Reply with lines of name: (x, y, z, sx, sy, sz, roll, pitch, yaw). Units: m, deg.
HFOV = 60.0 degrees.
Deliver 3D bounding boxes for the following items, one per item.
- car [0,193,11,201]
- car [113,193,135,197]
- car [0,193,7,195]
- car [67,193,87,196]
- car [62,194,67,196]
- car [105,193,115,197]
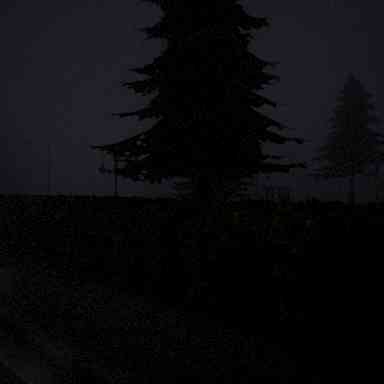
car: (-41.799, 1.097, 71.665, 4.605, 1.855, 1.932, 0, 0, -45)
car: (-10.341, 1.384, 54.301, 3.806, 1.475, 1.970, 0, 0, -45)
car: (-23.747, 1.331, 41.312, 5.027, 1.636, 2.152, 0, 0, -45)
car: (-27.208, 1.154, 81.623, 5.027, 1.636, 2.152, 0, 0, -45)
car: (-31.941, 1.232, 85.969, 3.806, 1.475, 1.970, 0, 0, -45)
car: (-15.901, 1.097, 70.723, 4.605, 1.855, 1.932, 0, 0, -45)
